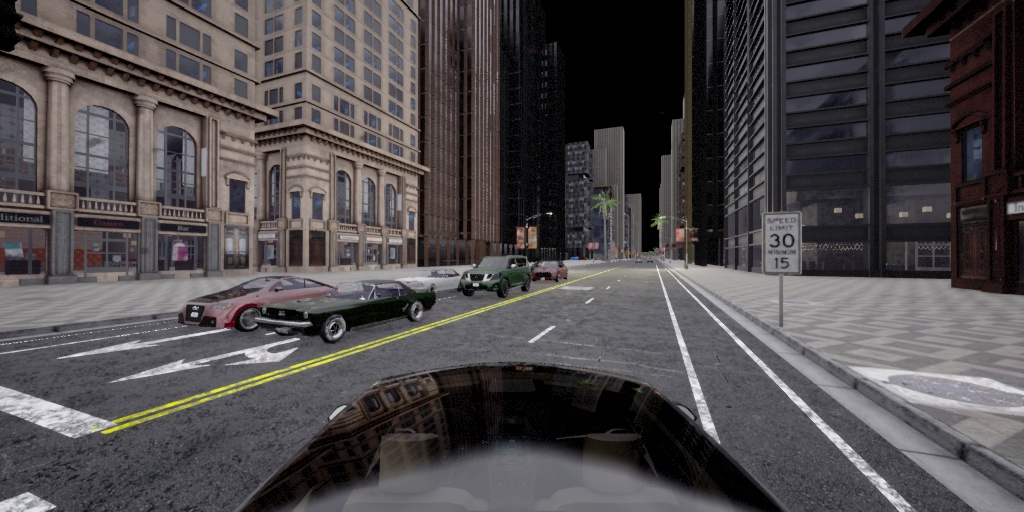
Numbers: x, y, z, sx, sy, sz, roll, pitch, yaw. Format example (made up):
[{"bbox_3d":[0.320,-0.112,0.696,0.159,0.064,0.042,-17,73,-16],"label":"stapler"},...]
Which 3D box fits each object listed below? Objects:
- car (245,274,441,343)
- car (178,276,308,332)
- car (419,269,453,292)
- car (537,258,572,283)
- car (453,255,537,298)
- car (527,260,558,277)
[{"bbox_3d":[-4.246,1.352,10.012,1.895,1.301,4.718,0,0,24],"label":"car"},{"bbox_3d":[-7.352,1.315,10.985,1.994,1.385,4.181,0,0,22],"label":"car"},{"bbox_3d":[-4.139,1.356,19.136,1.895,1.301,4.718,0,0,22],"label":"car"},{"bbox_3d":[3.075,1.116,28.589,2.097,1.767,4.553,0,0,21],"label":"car"},{"bbox_3d":[-0.656,0.977,19.090,2.150,2.045,5.566,0,0,21],"label":"car"},{"bbox_3d":[3.305,1.250,37.879,1.882,1.535,5.008,0,0,22],"label":"car"}]
